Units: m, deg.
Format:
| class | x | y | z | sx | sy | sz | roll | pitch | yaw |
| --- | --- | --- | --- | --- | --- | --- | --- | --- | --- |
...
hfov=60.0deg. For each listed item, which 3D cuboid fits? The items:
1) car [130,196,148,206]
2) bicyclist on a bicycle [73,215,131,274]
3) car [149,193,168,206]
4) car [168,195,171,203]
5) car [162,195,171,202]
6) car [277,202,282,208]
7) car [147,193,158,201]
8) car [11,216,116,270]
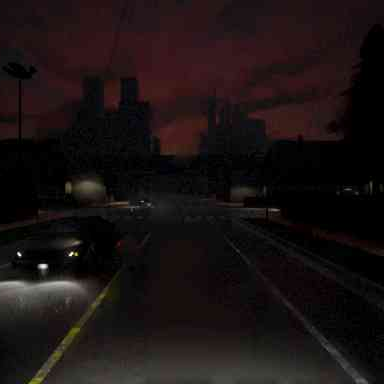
| class | x | y | z | sx | sy | sz | roll | pitch | yaw |
| --- | --- | --- | --- | --- | --- | --- | --- | --- | --- |
| car | -9.140 | 1.508 | 55.692 | 2.128 | 1.511 | 4.902 | 0 | 0 | 0 |
| bicyclist on a bicycle | -2.493 | 1.483 | 9.223 | 1.656 | 1.620 | 0.582 | 2 | -1 | -3 |
| car | -5.576 | 1.369 | 55.588 | 2.097 | 1.767 | 4.553 | 0 | 0 | -2 |
| car | -5.810 | 1.542 | 66.513 | 1.812 | 1.442 | 4.674 | 0 | 0 | -1 |
| car | -6.152 | 1.517 | 81.115 | 1.837 | 1.490 | 4.892 | 0 | 0 | -1 |
| car | 13.961 | 1.617 | 45.113 | 4.718 | 1.301 | 1.895 | 0 | 0 | -2 |
| car | -9.680 | 1.242 | 82.173 | 2.150 | 2.045 | 5.566 | 0 | 0 | -1 |
| car | -3.891 | 1.546 | 11.301 | 2.033 | 1.411 | 5.357 | 0 | 0 | 0 |
